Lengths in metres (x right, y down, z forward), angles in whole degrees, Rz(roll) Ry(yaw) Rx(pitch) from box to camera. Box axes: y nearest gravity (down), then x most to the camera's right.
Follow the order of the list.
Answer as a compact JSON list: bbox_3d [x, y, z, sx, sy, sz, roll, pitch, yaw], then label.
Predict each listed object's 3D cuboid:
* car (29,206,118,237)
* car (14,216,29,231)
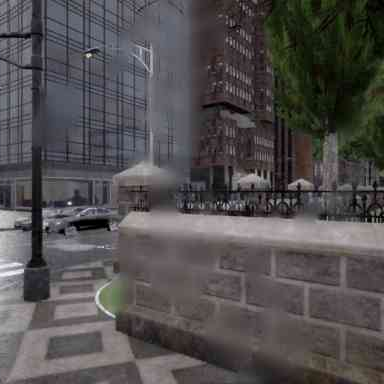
[{"bbox_3d":[-6.134,1.574,18.860,2.128,1.511,4.902,0,0,36],"label":"car"},{"bbox_3d":[-8.440,1.631,20.220,2.008,1.369,4.403,0,-1,36],"label":"car"}]
